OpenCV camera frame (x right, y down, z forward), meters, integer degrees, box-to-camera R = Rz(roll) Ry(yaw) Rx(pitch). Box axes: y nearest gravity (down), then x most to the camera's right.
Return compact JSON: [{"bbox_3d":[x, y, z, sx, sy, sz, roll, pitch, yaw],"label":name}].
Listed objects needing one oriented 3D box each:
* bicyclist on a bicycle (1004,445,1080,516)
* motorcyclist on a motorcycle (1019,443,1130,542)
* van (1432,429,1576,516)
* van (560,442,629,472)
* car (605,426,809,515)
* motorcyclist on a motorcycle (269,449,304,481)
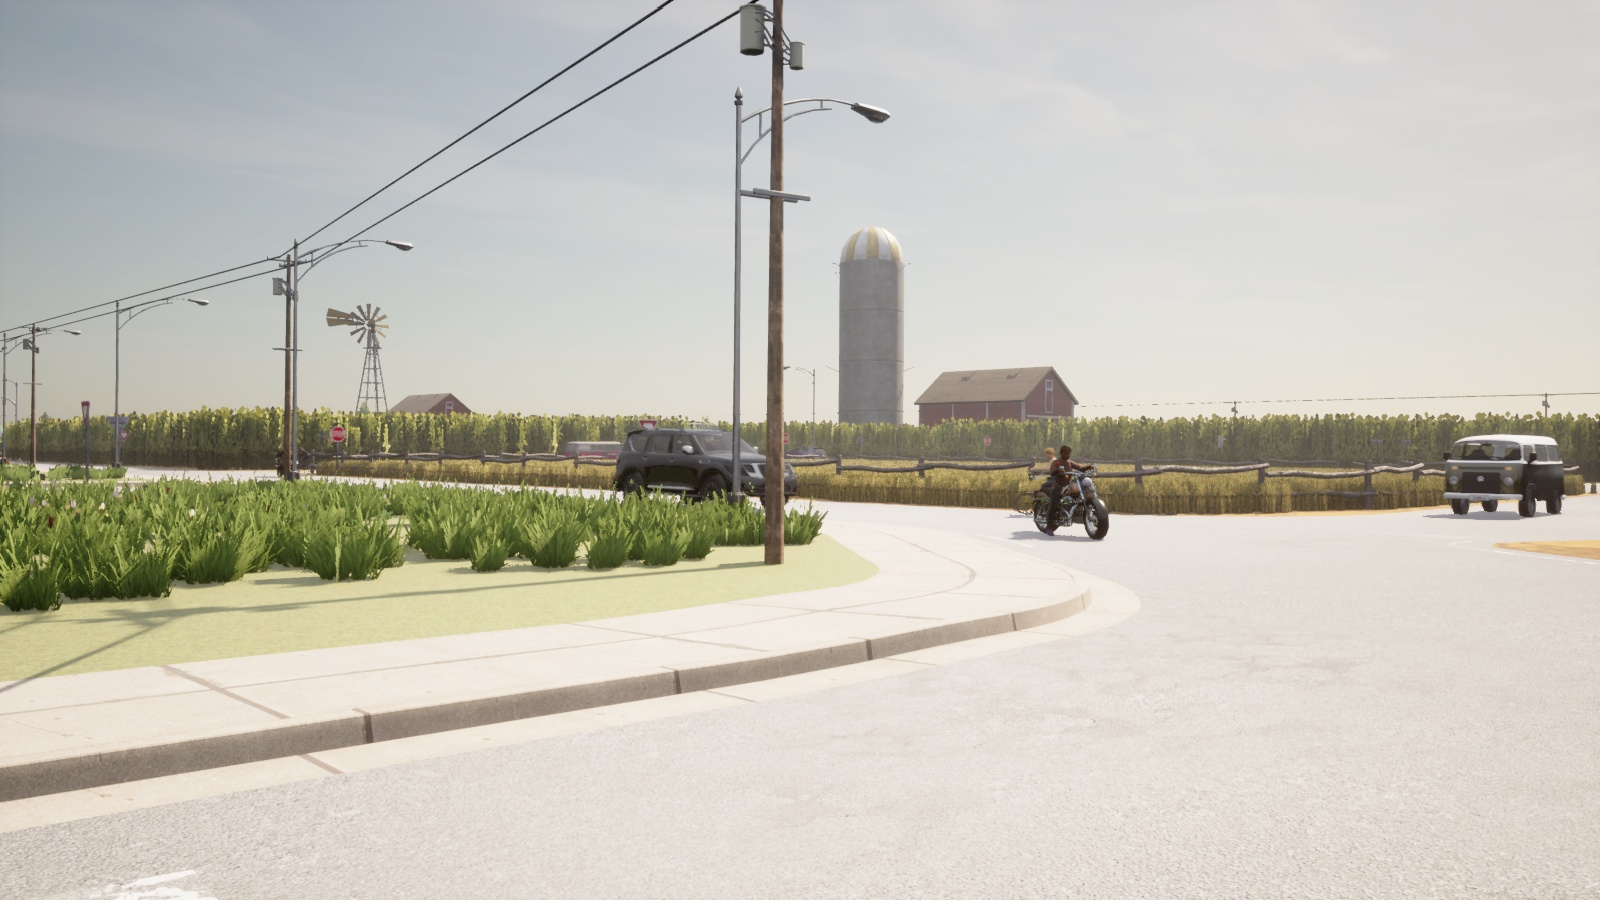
[{"bbox_3d":[5.652,0.713,29.326,1.509,1.612,0.866,0,-2,31],"label":"bicyclist on a bicycle"},{"bbox_3d":[4.776,0.704,22.069,0.766,1.649,2.350,0,0,-20],"label":"motorcyclist on a motorcycle"},{"bbox_3d":[17.840,0.548,31.737,2.069,2.038,4.480,0,0,44],"label":"van"},{"bbox_3d":[-14.112,0.474,86.437,4.442,1.987,1.775,0,0,-43],"label":"van"},{"bbox_3d":[-2.465,0.473,31.916,2.150,2.045,5.566,0,0,-43],"label":"car"},{"bbox_3d":[-25.098,0.727,61.341,0.866,1.530,2.191,0,0,-43],"label":"motorcyclist on a motorcycle"}]
